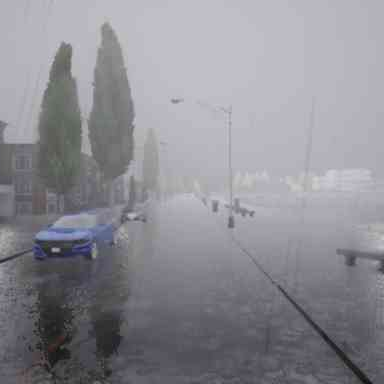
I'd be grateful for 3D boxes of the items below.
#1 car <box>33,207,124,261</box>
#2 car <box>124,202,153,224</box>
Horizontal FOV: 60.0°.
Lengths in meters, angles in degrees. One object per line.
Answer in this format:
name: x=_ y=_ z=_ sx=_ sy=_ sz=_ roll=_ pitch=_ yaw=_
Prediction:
car: x=-4.132 y=1.492 z=12.571 sx=1.882 sy=1.535 sz=5.008 roll=0 pitch=0 yaw=0
car: x=-4.128 y=1.514 z=25.271 sx=2.128 sy=1.511 sz=4.902 roll=0 pitch=0 yaw=0
